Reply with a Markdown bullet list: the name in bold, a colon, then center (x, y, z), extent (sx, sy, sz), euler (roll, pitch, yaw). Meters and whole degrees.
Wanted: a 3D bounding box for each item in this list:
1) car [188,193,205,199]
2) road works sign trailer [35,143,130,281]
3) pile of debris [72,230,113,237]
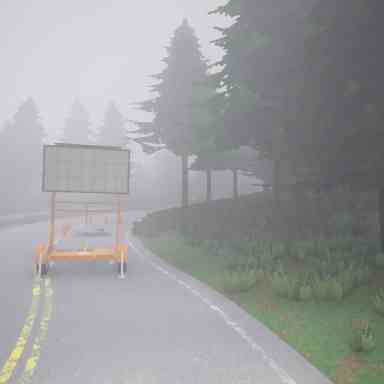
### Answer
- **car**: center (0.512, 0.974, 46.115), extent (2.097, 1.767, 4.553), euler (-3, -1, 32)
- **road works sign trailer**: center (-3.093, 0.425, 9.792), extent (2.380, 3.560, 2.880), euler (2, 0, -15)
- **pile of debris**: center (-4.928, 2.058, 16.583), extent (1.860, 0.140, 1.500), euler (1, 1, -14)
